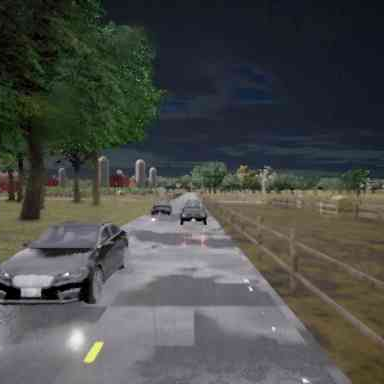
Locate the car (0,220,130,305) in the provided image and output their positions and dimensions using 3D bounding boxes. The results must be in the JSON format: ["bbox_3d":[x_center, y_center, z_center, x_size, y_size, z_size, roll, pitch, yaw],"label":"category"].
[{"bbox_3d":[-2.809,1.490,8.265,2.128,1.511,4.902,0,0,0],"label":"car"}]

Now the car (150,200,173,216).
[{"bbox_3d":[-2.848,1.526,32.168,2.033,1.411,5.357,0,0,0],"label":"car"}]

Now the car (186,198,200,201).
[{"bbox_3d":[0.100,1.523,43.777,1.994,1.385,4.181,0,0,0],"label":"car"}]

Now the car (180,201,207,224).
[{"bbox_3d":[0.101,1.588,24.291,1.895,1.301,4.718,0,0,0],"label":"car"}]
